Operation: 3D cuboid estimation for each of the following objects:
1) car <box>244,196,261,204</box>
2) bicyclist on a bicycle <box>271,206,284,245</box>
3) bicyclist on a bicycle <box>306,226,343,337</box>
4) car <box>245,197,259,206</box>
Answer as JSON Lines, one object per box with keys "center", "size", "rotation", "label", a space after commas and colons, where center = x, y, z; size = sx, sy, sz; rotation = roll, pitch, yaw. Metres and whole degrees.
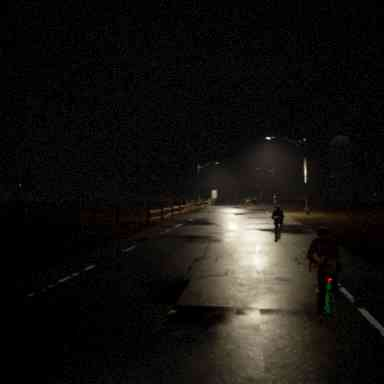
{"center": [13.759, 1.782, 75.826], "size": [2.128, 1.511, 4.902], "rotation": [-2, -1, 31], "label": "car"}
{"center": [3.754, 1.424, 14.472], "size": [0.582, 1.620, 1.656], "rotation": [-1, -1, 10], "label": "bicyclist on a bicycle"}
{"center": [2.253, 1.421, 5.632], "size": [0.582, 1.620, 1.656], "rotation": [-1, -1, 10], "label": "bicyclist on a bicycle"}
{"center": [10.619, 1.678, 60.048], "size": [1.837, 1.490, 4.892], "rotation": [-1, 0, 10], "label": "car"}
